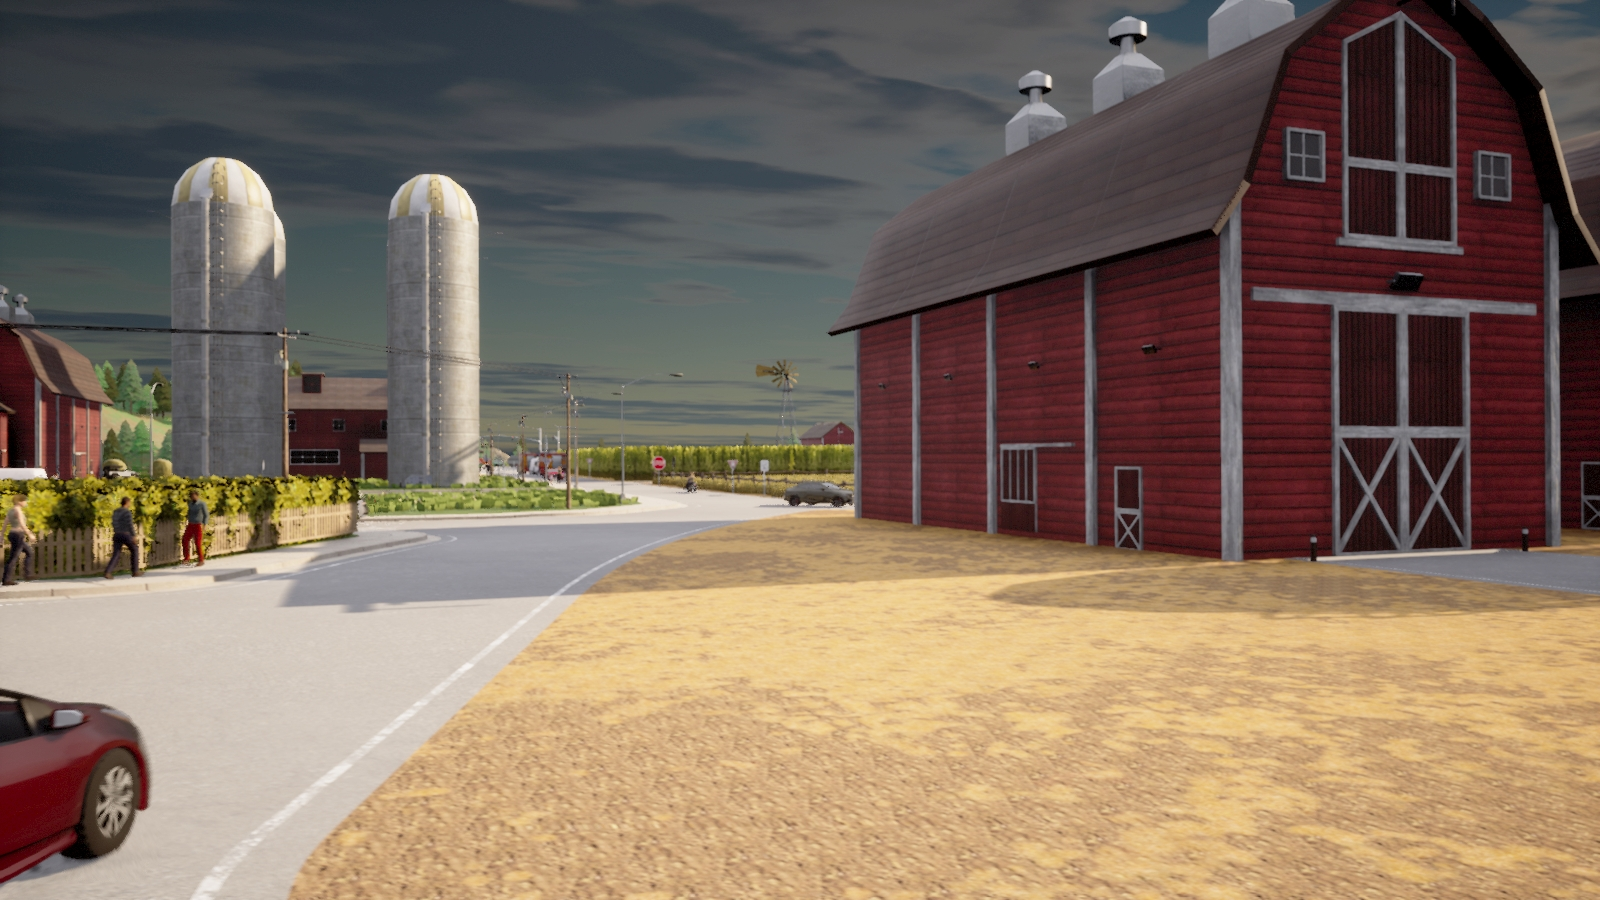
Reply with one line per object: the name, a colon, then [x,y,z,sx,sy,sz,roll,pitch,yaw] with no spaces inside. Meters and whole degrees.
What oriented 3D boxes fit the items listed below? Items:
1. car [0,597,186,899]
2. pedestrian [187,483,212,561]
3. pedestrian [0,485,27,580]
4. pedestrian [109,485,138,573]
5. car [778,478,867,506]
car: [-5.562,1.863,6.354,2.007,1.525,4.514,0,0,-2]
pedestrian: [-14.400,1.723,27.423,0.375,1.860,0.375,0,0,11]
pedestrian: [-15.747,1.634,22.848,0.375,1.860,0.375,0,0,37]
pedestrian: [-14.536,1.694,24.539,0.375,1.860,0.375,0,0,20]
car: [1.243,2.338,64.488,4.674,1.442,2.002,0,0,32]
